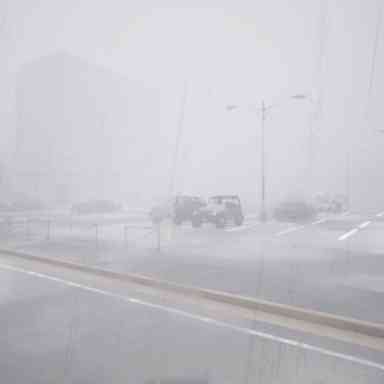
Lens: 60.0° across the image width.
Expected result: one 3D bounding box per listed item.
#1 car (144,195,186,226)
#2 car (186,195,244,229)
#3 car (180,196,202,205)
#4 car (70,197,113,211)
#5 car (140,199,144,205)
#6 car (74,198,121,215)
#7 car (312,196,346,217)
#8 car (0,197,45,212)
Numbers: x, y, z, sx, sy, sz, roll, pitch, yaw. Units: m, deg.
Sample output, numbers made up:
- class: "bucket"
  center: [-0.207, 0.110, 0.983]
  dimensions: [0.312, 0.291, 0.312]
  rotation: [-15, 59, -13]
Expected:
- class: "car"
  center: [-0.698, 1.149, 21.926]
  dimensions: [1.932, 1.855, 4.605]
  rotation: [0, 0, 34]
- class: "car"
  center: [1.666, 1.152, 20.256]
  dimensions: [1.905, 1.878, 3.866]
  rotation: [0, 0, 34]
- class: "car"
  center: [-0.142, 1.513, 60.467]
  dimensions: [1.812, 1.442, 4.674]
  rotation: [0, 0, 34]
- class: "car"
  center: [-12.628, 1.479, 42.075]
  dimensions: [2.128, 1.511, 4.902]
  rotation: [0, 0, 34]
- class: "car"
  center: [-6.797, 1.493, 56.947]
  dimensions: [1.837, 1.490, 4.892]
  rotation: [0, -1, 34]
- class: "car"
  center: [-9.395, 1.495, 34.049]
  dimensions: [1.837, 1.490, 4.892]
  rotation: [0, 0, 34]
- class: "car"
  center: [13.710, 1.393, 33.194]
  dimensions: [1.970, 1.475, 3.806]
  rotation: [0, 0, 34]
- class: "car"
  center: [-19.470, 1.338, 38.180]
  dimensions: [2.097, 1.767, 4.553]
  rotation: [0, 0, 34]
